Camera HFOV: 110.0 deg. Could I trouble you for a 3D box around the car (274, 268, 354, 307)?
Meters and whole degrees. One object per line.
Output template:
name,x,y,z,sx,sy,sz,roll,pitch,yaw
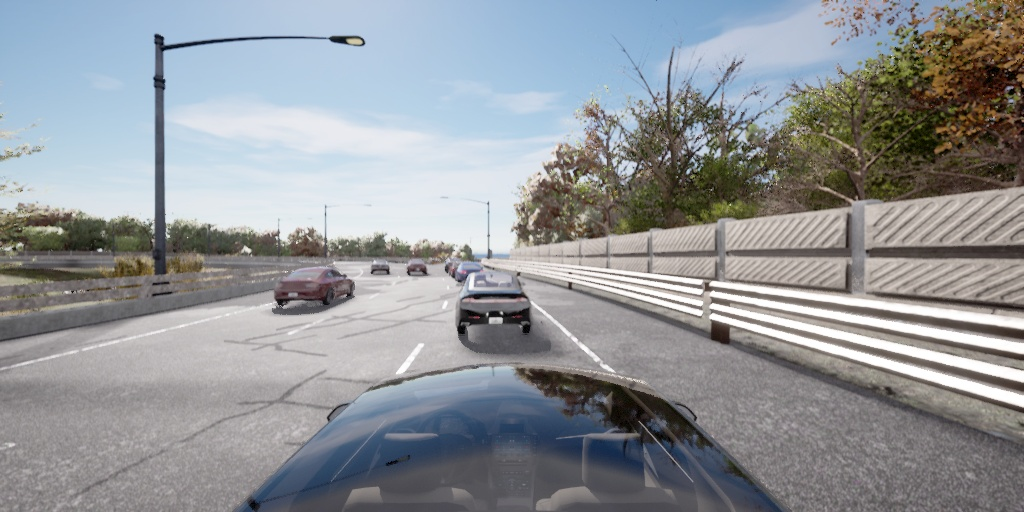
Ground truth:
car,-8.128,1.207,15.062,1.812,1.442,4.674,0,0,-8

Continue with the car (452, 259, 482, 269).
car,-2.874,1.159,24.476,1.812,1.442,4.674,0,0,-12

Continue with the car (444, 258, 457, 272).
car,-6.692,1.040,40.917,2.128,1.511,4.902,0,0,-12

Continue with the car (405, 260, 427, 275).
car,-9.740,1.097,36.357,1.812,1.442,4.674,0,0,-19

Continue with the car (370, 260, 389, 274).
car,-14.123,1.109,38.303,2.033,1.411,5.357,0,0,-21

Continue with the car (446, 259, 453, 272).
car,-4.388,1.200,31.053,1.895,1.301,4.718,0,0,-14

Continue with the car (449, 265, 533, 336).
car,-0.578,1.197,10.324,2.128,1.511,4.902,0,0,-5
